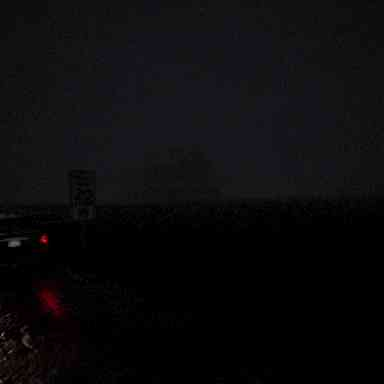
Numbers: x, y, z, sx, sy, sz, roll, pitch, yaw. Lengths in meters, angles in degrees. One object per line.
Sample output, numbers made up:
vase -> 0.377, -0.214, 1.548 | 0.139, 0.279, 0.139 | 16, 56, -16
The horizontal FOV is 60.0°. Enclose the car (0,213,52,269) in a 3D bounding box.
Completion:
car -> -6.213, 1.473, 10.738 | 2.097, 1.767, 4.553 | -1, 0, -40
